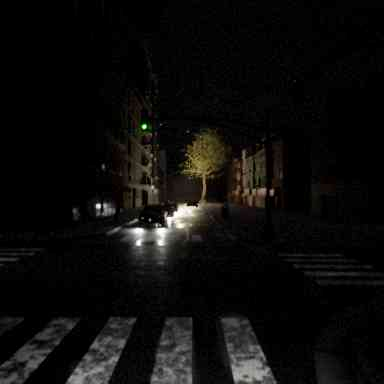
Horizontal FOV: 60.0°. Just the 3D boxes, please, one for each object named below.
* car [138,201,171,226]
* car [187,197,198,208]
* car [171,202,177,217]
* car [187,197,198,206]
[{"bbox_3d":[-2.871,1.694,25.018,1.837,1.490,4.892,0,0,0],"label":"car"},{"bbox_3d":[0.063,1.927,58.637,1.882,1.535,5.008,0,0,0],"label":"car"},{"bbox_3d":[-2.879,1.827,34.992,1.994,1.385,4.181,0,0,-1],"label":"car"},{"bbox_3d":[0.058,1.883,68.613,2.097,1.767,4.553,0,0,0],"label":"car"}]
